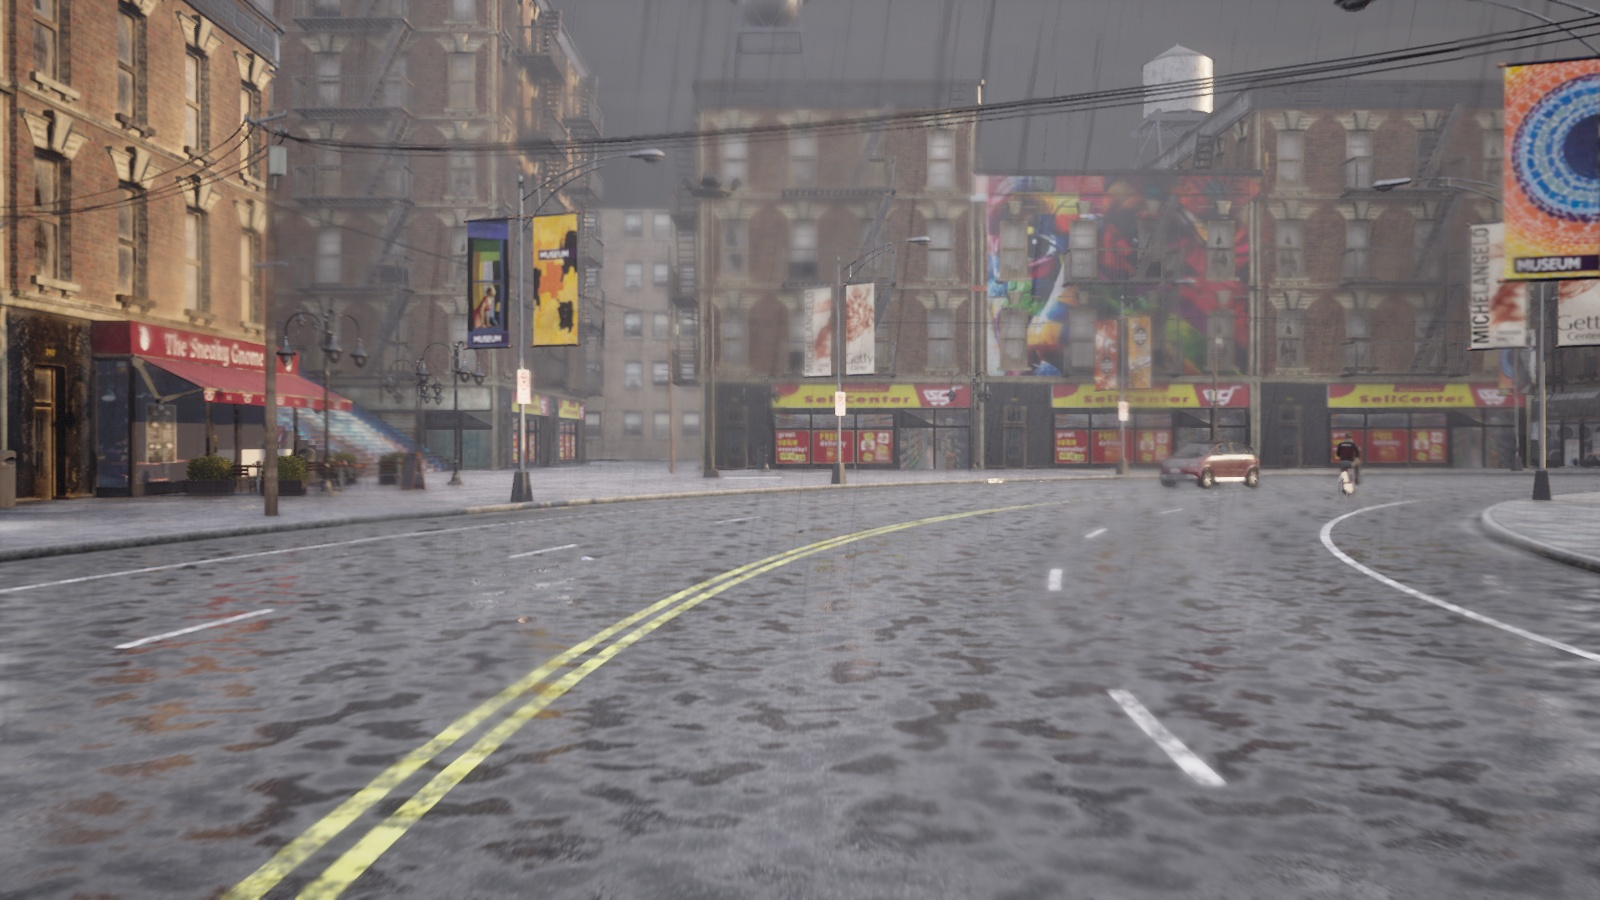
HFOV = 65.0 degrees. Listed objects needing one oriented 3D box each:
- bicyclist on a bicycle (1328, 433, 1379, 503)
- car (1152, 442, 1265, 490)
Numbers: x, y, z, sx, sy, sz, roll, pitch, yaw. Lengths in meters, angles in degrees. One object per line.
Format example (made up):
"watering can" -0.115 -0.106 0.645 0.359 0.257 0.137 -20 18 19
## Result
"bicyclist on a bicycle" 14.492 0.444 32.863 0.659 1.776 1.843 1 1 42
"car" 13.563 0.501 41.630 3.705 1.549 1.789 0 0 -37
